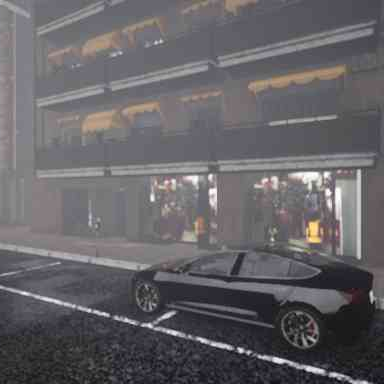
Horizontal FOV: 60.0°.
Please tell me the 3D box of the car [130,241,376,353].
[{"bbox_3d":[0.873,1.564,5.987,4.313,1.339,1.947,0,0,31],"label":"car"}]
